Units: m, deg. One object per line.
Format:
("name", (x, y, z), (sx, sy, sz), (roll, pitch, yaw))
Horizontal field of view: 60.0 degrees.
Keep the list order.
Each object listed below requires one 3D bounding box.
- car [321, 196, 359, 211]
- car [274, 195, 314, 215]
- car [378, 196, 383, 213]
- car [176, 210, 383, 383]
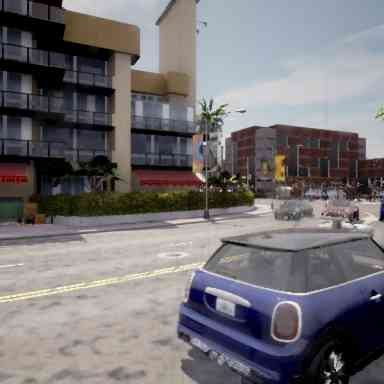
("car", (11.269, 1.351, 25.169), (2.097, 1.767, 4.553), (0, 0, 34))
("car", (8.380, 1.378, 27.144), (2.097, 1.767, 4.553), (0, 0, 34))
("car", (16.443, 1.211, 26.951), (2.150, 2.045, 5.566), (0, 0, 30))
("car", (2.042, 1.349, 5.176), (4.553, 1.767, 2.097), (0, 0, -39))
